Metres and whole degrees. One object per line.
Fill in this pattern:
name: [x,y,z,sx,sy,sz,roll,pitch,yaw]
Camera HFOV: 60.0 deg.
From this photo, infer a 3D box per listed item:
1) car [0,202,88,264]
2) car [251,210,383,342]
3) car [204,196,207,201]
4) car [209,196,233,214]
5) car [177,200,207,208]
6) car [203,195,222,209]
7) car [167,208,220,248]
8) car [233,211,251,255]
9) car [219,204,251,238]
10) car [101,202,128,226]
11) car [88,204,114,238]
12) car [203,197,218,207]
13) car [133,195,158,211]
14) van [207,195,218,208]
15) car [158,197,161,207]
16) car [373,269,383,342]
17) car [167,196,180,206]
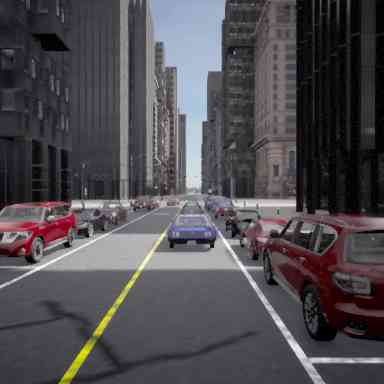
car: [-5.766,1.313,12.022,2.192,1.841,5.009,0,0,0]
car: [2.759,1.314,6.424,2.192,1.841,5.009,0,0,0]
car: [2.759,1.438,40.034,1.967,1.590,4.097,0,0,0]
car: [2.759,1.438,28.830,1.967,1.590,4.097,0,0,0]
car: [0.000,1.571,29.651,1.994,1.385,4.181,0,0,0]
car: [2.759,1.313,45.636,2.192,1.841,5.009,0,0,0]
car: [0.000,1.616,14.680,1.895,1.301,4.718,0,0,0]
car: [2.760,1.580,12.025,1.802,1.307,4.206,0,0,0]
car: [2.760,1.564,17.627,1.947,1.339,4.313,0,0,0]
car: [-5.766,1.438,23.226,1.967,1.590,4.097,0,0,0]
car: [-5.765,1.564,17.624,1.947,1.339,4.313,0,0,0]
car: [2.760,1.549,51.238,2.008,1.369,4.403,0,0,0]
car: [-5.766,1.313,40.033,2.192,1.841,5.009,0,0,0]
van: [2.759,1.339,34.432,1.690,1.788,3.998,0,0,0]
car: [-5.766,1.523,45.465,1.752,1.417,4.829,0,0,0]
car: [2.760,1.524,0.991,1.752,1.417,4.829,0,0,0]
car: [-3.000,1.403,54.680,2.097,1.767,4.553,0,0,0]
